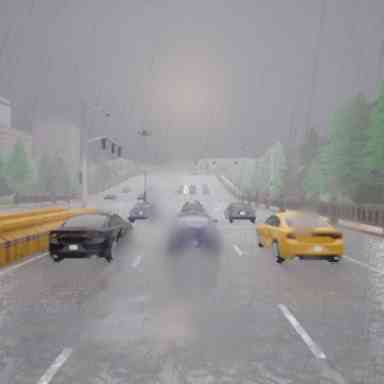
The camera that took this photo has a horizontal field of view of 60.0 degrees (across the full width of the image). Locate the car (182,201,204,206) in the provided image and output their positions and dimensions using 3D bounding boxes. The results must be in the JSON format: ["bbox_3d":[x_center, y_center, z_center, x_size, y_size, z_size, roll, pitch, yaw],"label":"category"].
[{"bbox_3d":[0.078,1.494,29.372,1.994,1.385,4.181,0,0,0],"label":"car"}]

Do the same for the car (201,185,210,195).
[{"bbox_3d":[3.601,-0.159,85.631,1.895,1.301,4.718,0,7,0],"label":"car"}]

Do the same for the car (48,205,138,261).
[{"bbox_3d":[-3.439,1.449,12.167,1.882,1.535,5.008,0,0,0],"label":"car"}]

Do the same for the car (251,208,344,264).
[{"bbox_3d":[3.558,1.450,11.823,1.882,1.535,5.008,0,0,0],"label":"car"}]

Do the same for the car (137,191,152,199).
[{"bbox_3d":[-10.480,1.054,70.794,2.033,1.411,5.357,0,2,0],"label":"car"}]

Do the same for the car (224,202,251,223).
[{"bbox_3d":[3.545,1.488,25.141,2.033,1.411,5.357,0,0,1],"label":"car"}]

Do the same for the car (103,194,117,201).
[{"bbox_3d":[-17.480,1.103,71.033,1.895,1.301,4.718,0,2,0],"label":"car"}]

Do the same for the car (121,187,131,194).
[{"bbox_3d":[-17.389,-0.477,87.380,1.837,1.490,4.892,0,7,0],"label":"car"}]

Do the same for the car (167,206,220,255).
[{"bbox_3d":[0.066,1.495,12.964,1.812,1.442,4.674,0,0,0],"label":"car"}]

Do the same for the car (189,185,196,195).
[{"bbox_3d":[0.099,-0.167,85.198,2.033,1.411,5.357,0,7,0],"label":"car"}]

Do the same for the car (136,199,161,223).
[{"bbox_3d":[-3.455,1.488,25.155,2.033,1.411,5.357,0,0,1],"label":"car"}]

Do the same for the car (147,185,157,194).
[{"bbox_3d":[-10.390,-0.725,87.177,2.150,2.045,5.566,0,7,0],"label":"car"}]

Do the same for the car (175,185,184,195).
[{"bbox_3d":[-3.399,-0.250,85.629,1.837,1.490,4.892,0,7,0],"label":"car"}]
